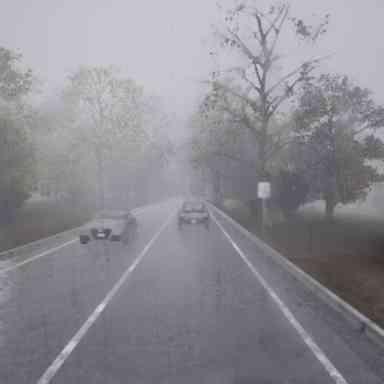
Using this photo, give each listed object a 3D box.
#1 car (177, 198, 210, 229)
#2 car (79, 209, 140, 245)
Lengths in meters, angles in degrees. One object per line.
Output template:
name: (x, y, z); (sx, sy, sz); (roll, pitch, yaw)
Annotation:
car: (0.095, 1.378, 20.565); (2.128, 1.511, 4.902); (0, 0, 0)
car: (-3.592, 1.489, 15.102); (1.994, 1.385, 4.181); (0, 0, 0)
